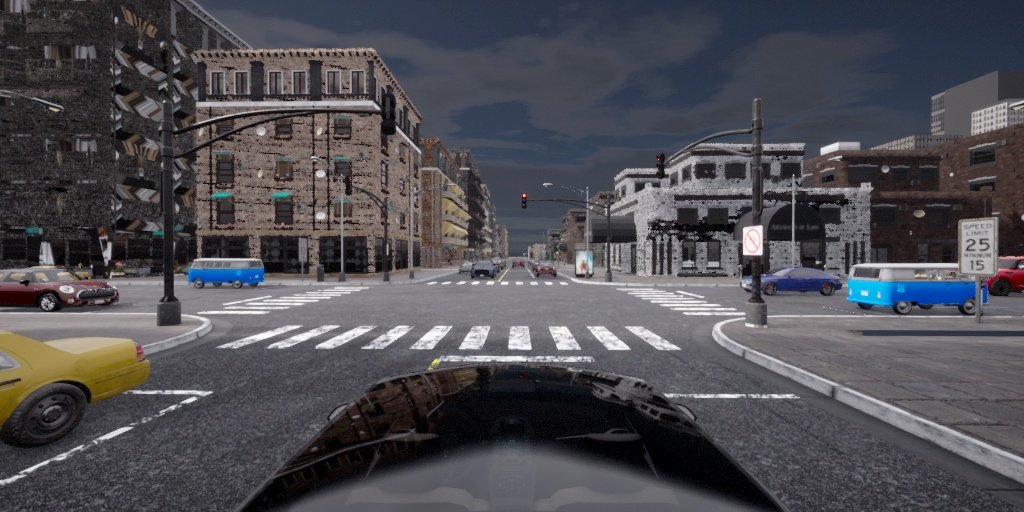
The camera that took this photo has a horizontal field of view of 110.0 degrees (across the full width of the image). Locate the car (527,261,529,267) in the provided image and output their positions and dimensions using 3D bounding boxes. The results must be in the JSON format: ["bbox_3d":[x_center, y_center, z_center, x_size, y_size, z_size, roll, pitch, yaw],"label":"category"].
[{"bbox_3d":[3.552,1.321,52.199,2.007,1.370,4.403,0,0,1],"label":"car"}]

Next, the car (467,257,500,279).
[{"bbox_3d":[-2.564,1.106,33.147,2.097,1.767,4.553,0,0,1],"label":"car"}]

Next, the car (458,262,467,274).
[{"bbox_3d":[-5.023,1.311,40.939,2.007,1.370,4.403,0,0,1],"label":"car"}]

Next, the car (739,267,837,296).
[{"bbox_3d":[14.691,1.298,18.993,4.674,1.442,1.812,0,0,2],"label":"car"}]

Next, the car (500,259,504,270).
[{"bbox_3d":[-2.393,1.254,43.054,2.128,1.511,4.902,0,0,1],"label":"car"}]

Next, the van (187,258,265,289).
[{"bbox_3d":[-17.426,1.030,21.903,3.998,1.789,1.690,0,0,1],"label":"van"}]

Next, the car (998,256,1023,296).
[{"bbox_3d":[26.134,1.026,18.882,5.566,2.045,2.150,0,0,0],"label":"car"}]

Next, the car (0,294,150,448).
[{"bbox_3d":[-5.680,1.275,2.623,1.751,1.417,4.829,0,0,1],"label":"car"}]

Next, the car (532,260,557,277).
[{"bbox_3d":[3.259,1.195,35.111,1.967,1.591,4.097,0,0,1],"label":"car"}]

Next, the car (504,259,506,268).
[{"bbox_3d":[-2.217,1.297,53.014,1.812,1.442,4.674,0,0,1],"label":"car"}]

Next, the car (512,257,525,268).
[{"bbox_3d":[1.162,1.135,63.914,2.097,1.767,4.553,0,0,1],"label":"car"}]

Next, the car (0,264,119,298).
[{"bbox_3d":[-17.526,1.190,13.523,4.097,1.591,1.967,0,0,1],"label":"car"}]

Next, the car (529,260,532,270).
[{"bbox_3d":[3.454,1.347,46.503,1.802,1.307,4.207,0,0,1],"label":"car"}]

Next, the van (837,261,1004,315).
[{"bbox_3d":[14.851,1.156,13.208,3.998,1.789,1.690,0,0,1],"label":"van"}]
